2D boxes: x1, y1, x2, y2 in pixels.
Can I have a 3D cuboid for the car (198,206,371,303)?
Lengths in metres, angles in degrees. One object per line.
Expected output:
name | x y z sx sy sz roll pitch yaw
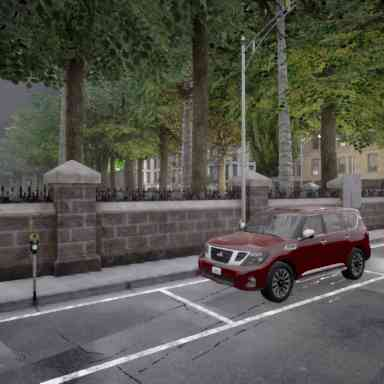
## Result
car | 2.544 1.314 8.404 5.009 1.841 2.192 0 0 -36
